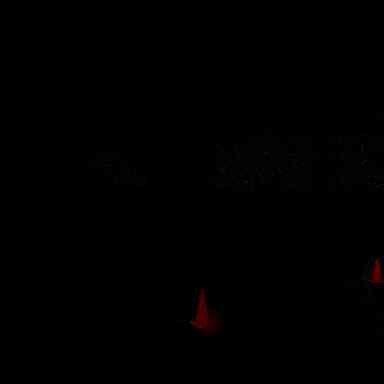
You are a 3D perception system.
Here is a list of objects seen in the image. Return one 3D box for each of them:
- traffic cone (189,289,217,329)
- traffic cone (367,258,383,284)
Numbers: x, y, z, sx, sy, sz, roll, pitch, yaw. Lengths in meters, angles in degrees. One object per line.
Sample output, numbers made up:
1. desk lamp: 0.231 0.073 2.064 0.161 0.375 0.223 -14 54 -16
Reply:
1. traffic cone: 0.182 1.941 5.626 0.340 0.580 0.340 0 0 -33
2. traffic cone: 4.611 1.941 8.279 0.340 0.580 0.340 0 0 -29
